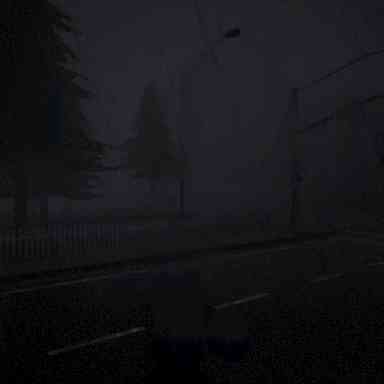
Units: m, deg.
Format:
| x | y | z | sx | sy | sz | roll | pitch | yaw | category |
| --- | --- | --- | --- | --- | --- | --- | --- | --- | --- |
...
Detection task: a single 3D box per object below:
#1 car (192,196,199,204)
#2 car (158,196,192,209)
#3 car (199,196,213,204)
| x | y | z | sx | sy | sz | roll | pitch | yaw | category |
| --- | --- | --- | --- | --- | --- | --- | --- | --- | --- |
| -1.674 | 1.335 | 53.131 | 2.033 | 1.411 | 5.357 | -1 | 0 | -34 | car |
| -2.525 | 1.331 | 41.793 | 2.128 | 1.511 | 4.902 | -1 | 0 | -34 | car |
| 1.221 | 1.309 | 55.097 | 2.033 | 1.411 | 5.357 | -1 | 0 | -34 | car |
